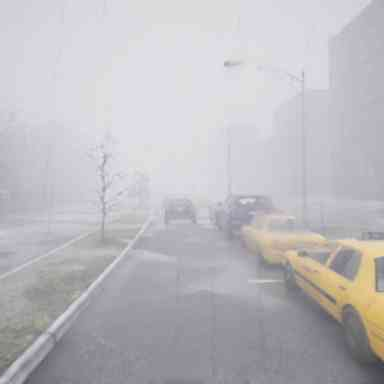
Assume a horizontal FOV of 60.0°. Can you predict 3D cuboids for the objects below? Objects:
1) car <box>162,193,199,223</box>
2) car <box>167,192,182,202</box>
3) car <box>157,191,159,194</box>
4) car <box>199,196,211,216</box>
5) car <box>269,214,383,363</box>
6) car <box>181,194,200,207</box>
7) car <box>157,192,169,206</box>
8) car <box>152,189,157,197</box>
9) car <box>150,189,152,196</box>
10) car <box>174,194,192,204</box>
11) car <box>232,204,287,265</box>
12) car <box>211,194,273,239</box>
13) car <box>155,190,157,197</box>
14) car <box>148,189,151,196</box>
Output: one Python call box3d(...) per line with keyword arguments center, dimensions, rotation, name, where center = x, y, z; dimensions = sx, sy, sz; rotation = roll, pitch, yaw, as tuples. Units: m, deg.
box3d(center=(-0.919, 1.159, 23.772), dimensions=(2.097, 1.767, 4.553), rotation=(0, 1, -4), name="car")
box3d(center=(-3.278, 0.881, 60.837), dimensions=(2.097, 1.535, 5.008), rotation=(0, 1, -12), name="car")
box3d(center=(-5.620, 0.739, 71.576), dimensions=(2.231, 1.521, 4.892), rotation=(0, 1, -12), name="car")
box3d(center=(1.182, 1.188, 33.552), dimensions=(1.946, 1.575, 5.366), rotation=(0, 1, -6), name="car")
box3d(center=(3.014, 1.440, 5.775), dimensions=(1.946, 1.575, 5.366), rotation=(0, 0, 0), name="car")
box3d(center=(-0.278, 1.070, 44.473), dimensions=(1.946, 1.575, 5.366), rotation=(0, 1, -8), name="car")
box3d(center=(-2.843, 1.109, 41.077), dimensions=(2.128, 1.511, 4.902), rotation=(0, 1, -8), name="car")
box3d(center=(-7.993, 0.614, 82.447), dimensions=(2.163, 1.488, 4.792), rotation=(0, 1, -12), name="car")
box3d(center=(-9.167, 0.544, 87.836), dimensions=(2.002, 1.452, 4.674), rotation=(0, 1, -12), name="car")
box3d(center=(-1.417, 1.024, 51.422), dimensions=(2.163, 1.488, 4.792), rotation=(0, 1, -9), name="car")
box3d(center=(2.855, 1.400, 11.337), dimensions=(1.946, 1.575, 5.366), rotation=(0, 0, -2), name="car")
box3d(center=(2.597, 1.107, 16.739), dimensions=(2.435, 2.045, 5.566), rotation=(0, 0, -3), name="car")
box3d(center=(-6.803, 0.703, 76.999), dimensions=(2.002, 1.452, 4.674), rotation=(0, 1, -12), name="car")
box3d(center=(-10.357, 0.450, 93.286), dimensions=(2.163, 1.488, 4.792), rotation=(0, 1, -12), name="car")
